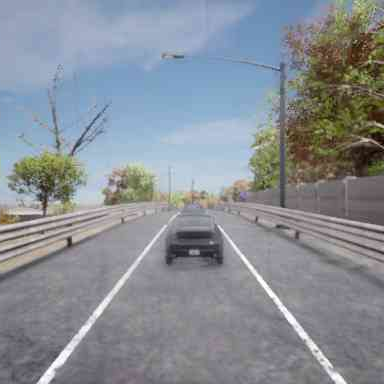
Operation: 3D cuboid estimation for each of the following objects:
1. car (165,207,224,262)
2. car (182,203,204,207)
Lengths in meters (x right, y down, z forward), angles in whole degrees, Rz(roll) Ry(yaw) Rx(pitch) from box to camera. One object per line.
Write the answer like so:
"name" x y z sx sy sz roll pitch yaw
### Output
"car" 0.079 1.496 11.994 1.837 1.490 4.892 0 0 0
"car" 0.109 1.630 27.688 1.994 1.385 4.181 0 -1 0
